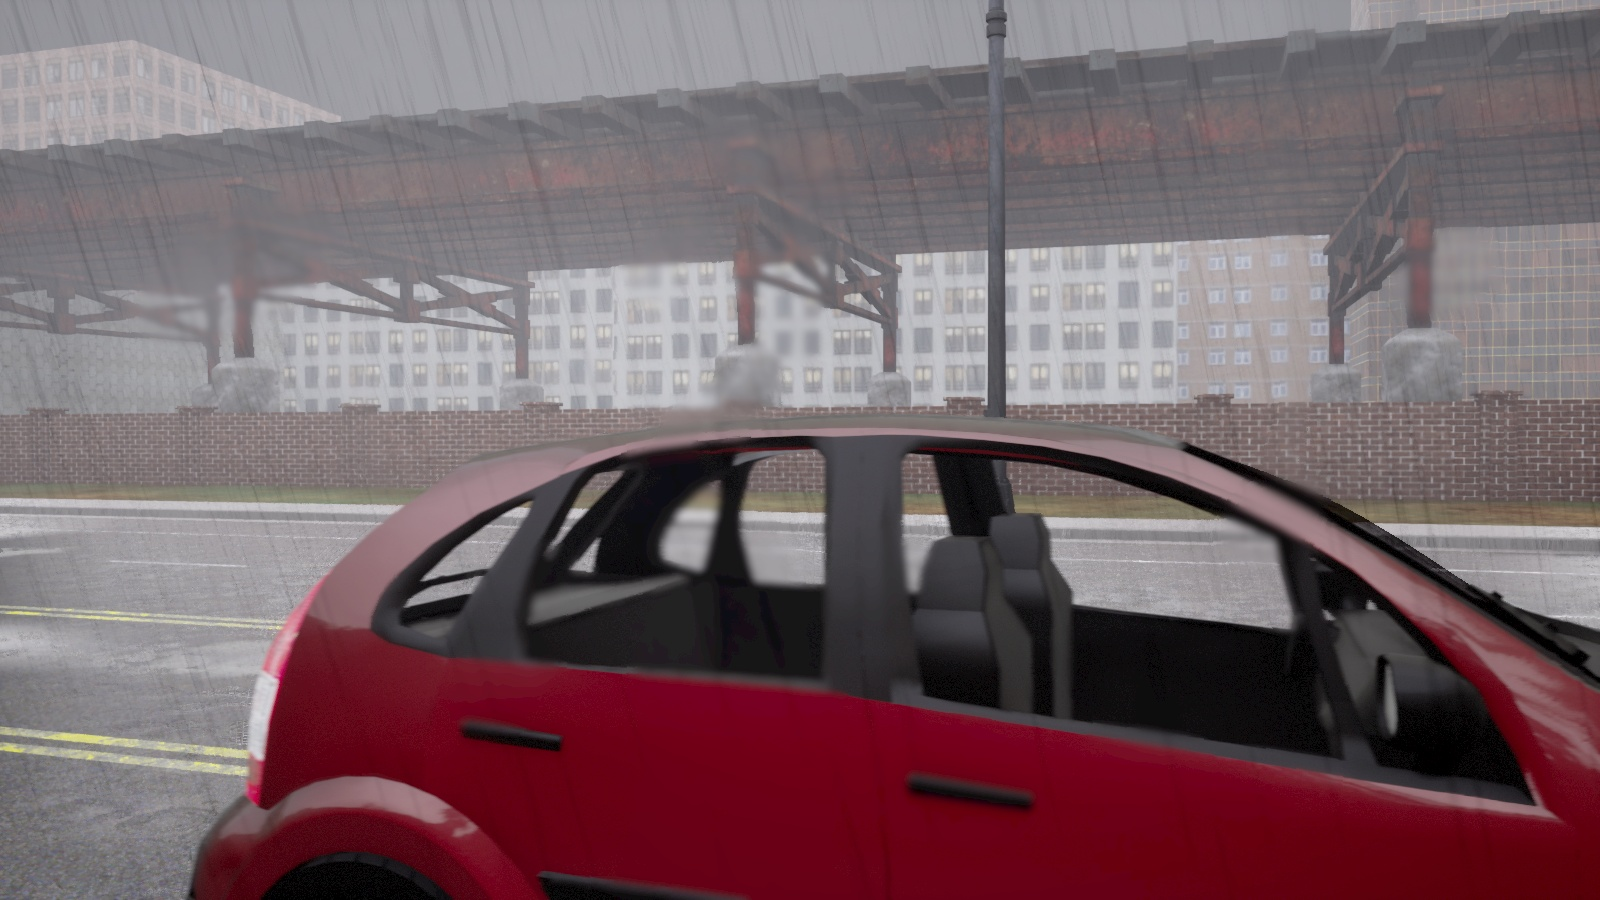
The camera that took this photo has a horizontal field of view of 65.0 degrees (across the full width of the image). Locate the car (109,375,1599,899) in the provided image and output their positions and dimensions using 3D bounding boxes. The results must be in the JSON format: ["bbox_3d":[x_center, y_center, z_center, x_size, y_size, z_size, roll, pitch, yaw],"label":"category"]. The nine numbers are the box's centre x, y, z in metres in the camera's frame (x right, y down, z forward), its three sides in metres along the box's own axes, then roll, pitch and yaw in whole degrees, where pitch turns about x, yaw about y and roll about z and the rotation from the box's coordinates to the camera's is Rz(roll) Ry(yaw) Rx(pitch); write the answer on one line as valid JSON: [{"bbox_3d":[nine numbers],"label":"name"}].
[{"bbox_3d":[0.693,0.679,2.958,3.988,1.617,1.851,1,1,19],"label":"car"}]
